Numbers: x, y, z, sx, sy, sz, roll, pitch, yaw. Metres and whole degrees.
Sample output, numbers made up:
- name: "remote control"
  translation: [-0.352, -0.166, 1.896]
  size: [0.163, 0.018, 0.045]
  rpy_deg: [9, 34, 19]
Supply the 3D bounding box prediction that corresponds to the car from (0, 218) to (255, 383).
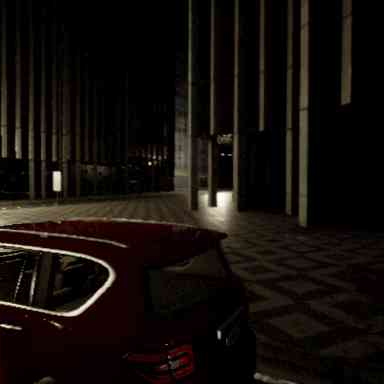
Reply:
- name: "car"
  translation: [-1.778, 1.247, 3.848]
  size: [5.009, 1.841, 2.192]
  rpy_deg: [0, 1, 28]
